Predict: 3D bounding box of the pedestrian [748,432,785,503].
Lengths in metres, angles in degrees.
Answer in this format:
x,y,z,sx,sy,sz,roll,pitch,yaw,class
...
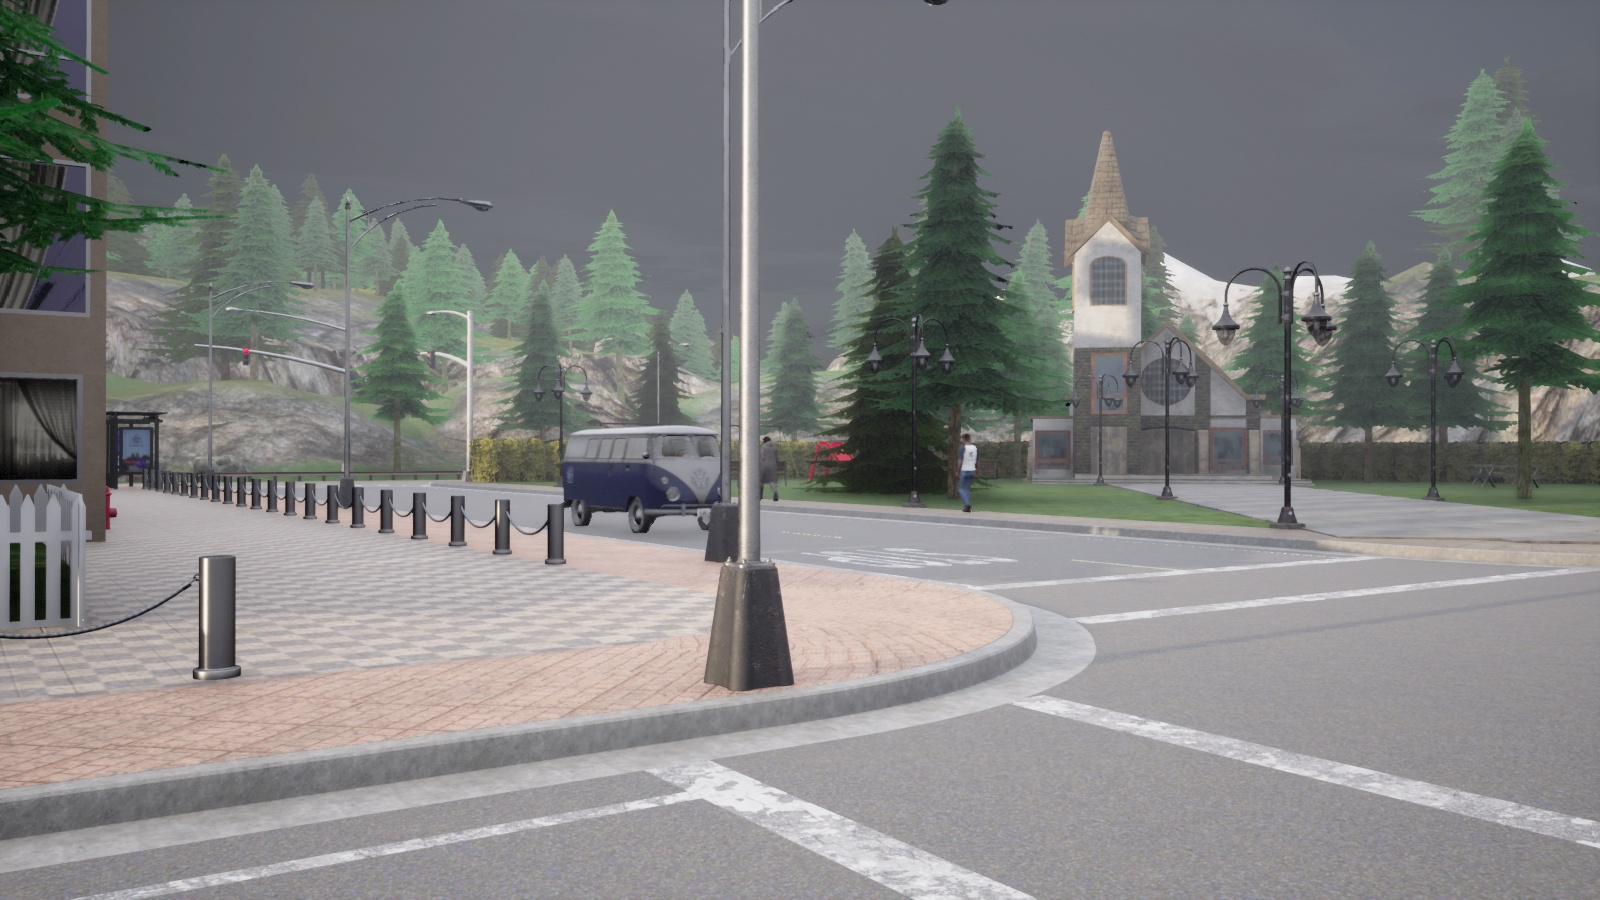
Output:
x,y,z,sx,sy,sz,roll,pitch,yaw,class
-0.921,0.479,34.740,0.659,1.952,0.873,0,0,-34,pedestrian

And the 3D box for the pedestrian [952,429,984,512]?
x,y,z,sx,sy,sz,roll,pitch,yaw,class
3.752,0.453,28.054,0.354,1.836,0.706,0,0,-27,pedestrian

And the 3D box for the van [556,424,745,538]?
x,y,z,sx,sy,sz,roll,pitch,yaw,class
-2.986,0.549,24.266,1.775,1.987,4.442,0,0,-34,van
